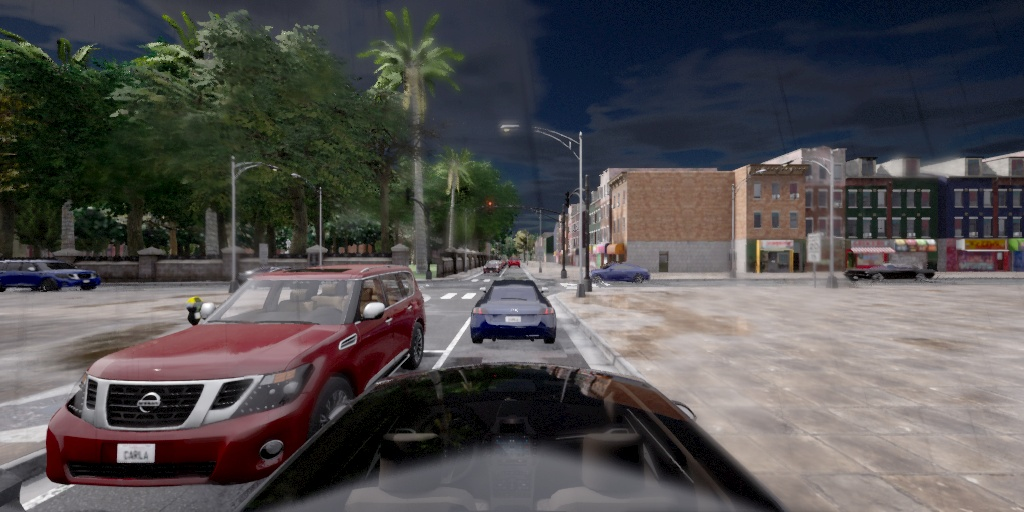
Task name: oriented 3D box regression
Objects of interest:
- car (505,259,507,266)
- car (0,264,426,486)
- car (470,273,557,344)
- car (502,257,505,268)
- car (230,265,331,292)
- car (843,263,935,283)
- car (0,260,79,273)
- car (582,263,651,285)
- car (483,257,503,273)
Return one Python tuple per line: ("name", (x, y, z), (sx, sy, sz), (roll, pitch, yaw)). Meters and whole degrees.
("car", (-2.280, 1.485, 60.240), (1.802, 1.307, 4.207), (0, 0, 0))
("car", (-2.621, 1.065, 5.029), (2.192, 1.841, 5.009), (0, 0, 0))
("car", (0.045, 1.316, 9.644), (1.994, 1.385, 4.181), (0, 0, 1))
("car", (-2.349, 1.291, 48.862), (1.967, 1.591, 4.097), (0, 0, 0))
("car", (-14.344, 1.386, 22.480), (4.902, 1.511, 2.128), (-1, 0, -1))
("car", (26.408, 1.186, 25.236), (4.718, 1.301, 1.895), (0, 0, 0))
("car", (-29.539, 1.267, 22.566), (5.566, 2.045, 2.150), (-1, 0, 0))
("car", (7.339, 1.231, 25.336), (4.674, 1.442, 1.812), (0, 0, 0))
("car", (-2.385, 1.268, 43.175), (1.967, 1.591, 4.097), (0, 0, 0))
